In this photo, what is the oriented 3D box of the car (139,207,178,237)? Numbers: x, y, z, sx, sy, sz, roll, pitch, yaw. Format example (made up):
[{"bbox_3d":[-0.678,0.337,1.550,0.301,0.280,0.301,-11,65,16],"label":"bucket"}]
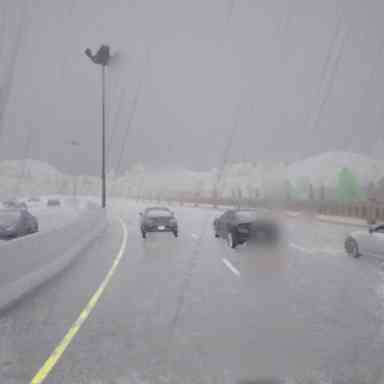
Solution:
[{"bbox_3d":[-1.898,1.544,18.189,1.812,1.442,4.674,0,0,-11],"label":"car"}]

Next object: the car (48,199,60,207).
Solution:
[{"bbox_3d":[-22.683,1.724,54.645,1.895,1.301,4.718,0,0,-23],"label":"car"}]

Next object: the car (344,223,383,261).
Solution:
[{"bbox_3d":[6.401,1.505,9.731,1.812,1.442,4.674,0,0,-6],"label":"car"}]

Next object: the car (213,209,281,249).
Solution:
[{"bbox_3d":[2.239,1.477,14.805,1.882,1.535,5.008,0,0,-8],"label":"car"}]

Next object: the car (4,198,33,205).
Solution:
[{"bbox_3d":[-17.215,1.637,32.752,2.033,1.411,5.357,0,0,-21],"label":"car"}]

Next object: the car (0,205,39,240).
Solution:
[{"bbox_3d":[-8.800,1.571,16.082,1.812,1.442,4.674,0,0,-11],"label":"car"}]

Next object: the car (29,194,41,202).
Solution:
[{"bbox_3d":[-33.150,1.287,70.172,2.097,1.767,4.553,0,0,-23],"label":"car"}]
